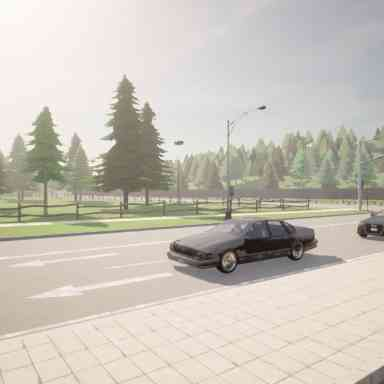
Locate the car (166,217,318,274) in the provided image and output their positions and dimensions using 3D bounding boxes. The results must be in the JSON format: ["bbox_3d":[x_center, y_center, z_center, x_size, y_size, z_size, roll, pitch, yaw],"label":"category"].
[{"bbox_3d":[1.861,1.547,10.826,5.357,1.411,2.033,0,0,-35],"label":"car"}]

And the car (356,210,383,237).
[{"bbox_3d":[10.102,1.564,16.619,4.181,1.385,1.994,0,0,-35],"label":"car"}]
